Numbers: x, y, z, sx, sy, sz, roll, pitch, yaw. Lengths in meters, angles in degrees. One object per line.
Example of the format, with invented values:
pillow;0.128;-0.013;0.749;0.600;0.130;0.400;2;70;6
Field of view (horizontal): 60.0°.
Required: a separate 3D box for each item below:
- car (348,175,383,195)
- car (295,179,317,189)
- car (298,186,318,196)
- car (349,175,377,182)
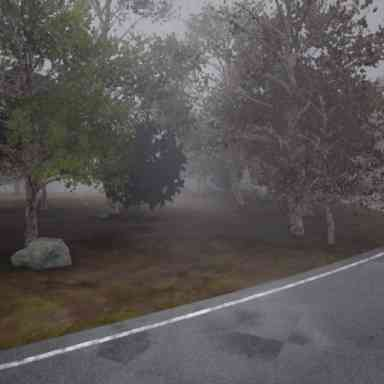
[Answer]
car;20.461;-0.607;38.192;2.150;2.045;5.566;-7;4;-37
car;21.087;-1.515;61.450;1.837;1.490;4.892;-2;3;44
car;14.652;-0.152;42.481;2.128;1.511;4.902;-5;3;-17
car;34.701;-2.738;67.663;4.718;1.301;1.895;-3;3;-2
